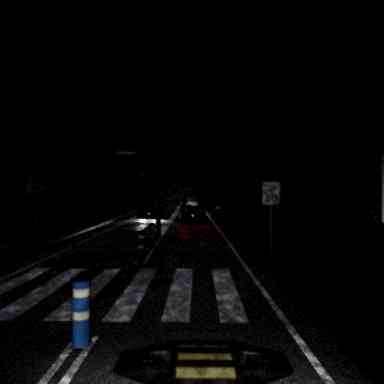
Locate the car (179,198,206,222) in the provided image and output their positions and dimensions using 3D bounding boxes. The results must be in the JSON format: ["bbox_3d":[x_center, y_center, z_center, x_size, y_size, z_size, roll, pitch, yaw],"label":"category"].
[{"bbox_3d":[0.041,1.458,25.775,2.128,1.511,4.902,0,0,0],"label":"car"}]

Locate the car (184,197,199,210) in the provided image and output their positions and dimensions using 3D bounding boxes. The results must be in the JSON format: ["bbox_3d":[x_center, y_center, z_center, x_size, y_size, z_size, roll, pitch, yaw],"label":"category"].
[{"bbox_3d":[-0.060,1.445,42.983,1.812,1.442,4.674,0,0,-1],"label":"car"}]

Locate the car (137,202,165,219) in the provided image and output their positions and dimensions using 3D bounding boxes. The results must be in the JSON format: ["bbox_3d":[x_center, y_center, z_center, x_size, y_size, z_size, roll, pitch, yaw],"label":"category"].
[{"bbox_3d":[-3.419,1.521,28.316,1.994,1.385,4.181,0,0,0],"label":"car"}]
